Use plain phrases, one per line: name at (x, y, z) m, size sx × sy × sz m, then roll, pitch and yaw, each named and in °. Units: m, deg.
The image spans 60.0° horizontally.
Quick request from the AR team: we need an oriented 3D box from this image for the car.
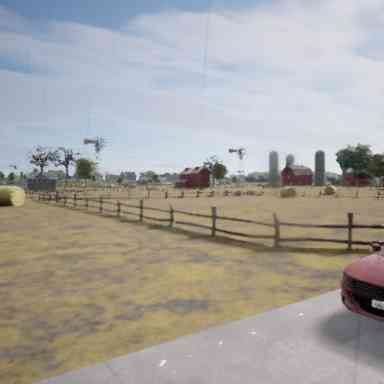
car at (4.954, 1.483, 6.601) m, size 5.008 × 1.535 × 1.882 m, roll 0°, pitch 0°, yaw -35°
